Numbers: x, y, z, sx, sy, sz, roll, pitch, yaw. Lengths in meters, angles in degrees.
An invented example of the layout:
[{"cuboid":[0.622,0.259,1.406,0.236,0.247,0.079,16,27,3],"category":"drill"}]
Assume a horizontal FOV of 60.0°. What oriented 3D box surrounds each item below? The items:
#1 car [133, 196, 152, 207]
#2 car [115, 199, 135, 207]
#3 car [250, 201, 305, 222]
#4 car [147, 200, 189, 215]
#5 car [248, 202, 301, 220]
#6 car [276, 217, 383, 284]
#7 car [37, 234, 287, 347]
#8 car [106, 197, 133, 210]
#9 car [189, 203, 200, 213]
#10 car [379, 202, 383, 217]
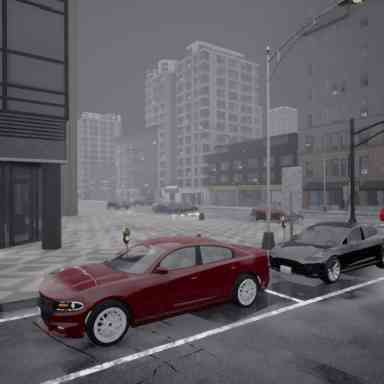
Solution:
[{"cuboid":[-10.295,1.930,69.013,2.150,2.045,5.566,0,0,-35],"category":"car"},{"cuboid":[-13.832,2.286,68.392,2.033,1.411,5.357,0,0,-35],"category":"car"},{"cuboid":[6.973,1.607,27.400,2.097,1.767,4.553,0,-1,-35],"category":"car"},{"cuboid":[-3.081,2.020,41.606,2.033,1.411,5.357,0,-1,-36],"category":"car"},{"cuboid":[7.761,1.785,31.911,1.837,1.490,4.892,0,0,-35],"category":"car"},{"cuboid":[4.121,1.564,9.591,4.313,1.339,1.947,0,0,-35],"category":"car"},{"cuboid":[-0.475,1.544,6.314,4.507,1.381,1.887,0,0,-35],"category":"car"},{"cuboid":[-12.258,1.865,54.738,2.150,2.045,5.566,0,-1,-35],"category":"car"},{"cuboid":[-1.231,2.020,44.623,2.033,1.411,5.357,0,0,-36],"category":"car"},{"cuboid":[15.170,1.310,21.420,2.150,2.045,5.566,-1,-1,-35],"category":"car"}]
